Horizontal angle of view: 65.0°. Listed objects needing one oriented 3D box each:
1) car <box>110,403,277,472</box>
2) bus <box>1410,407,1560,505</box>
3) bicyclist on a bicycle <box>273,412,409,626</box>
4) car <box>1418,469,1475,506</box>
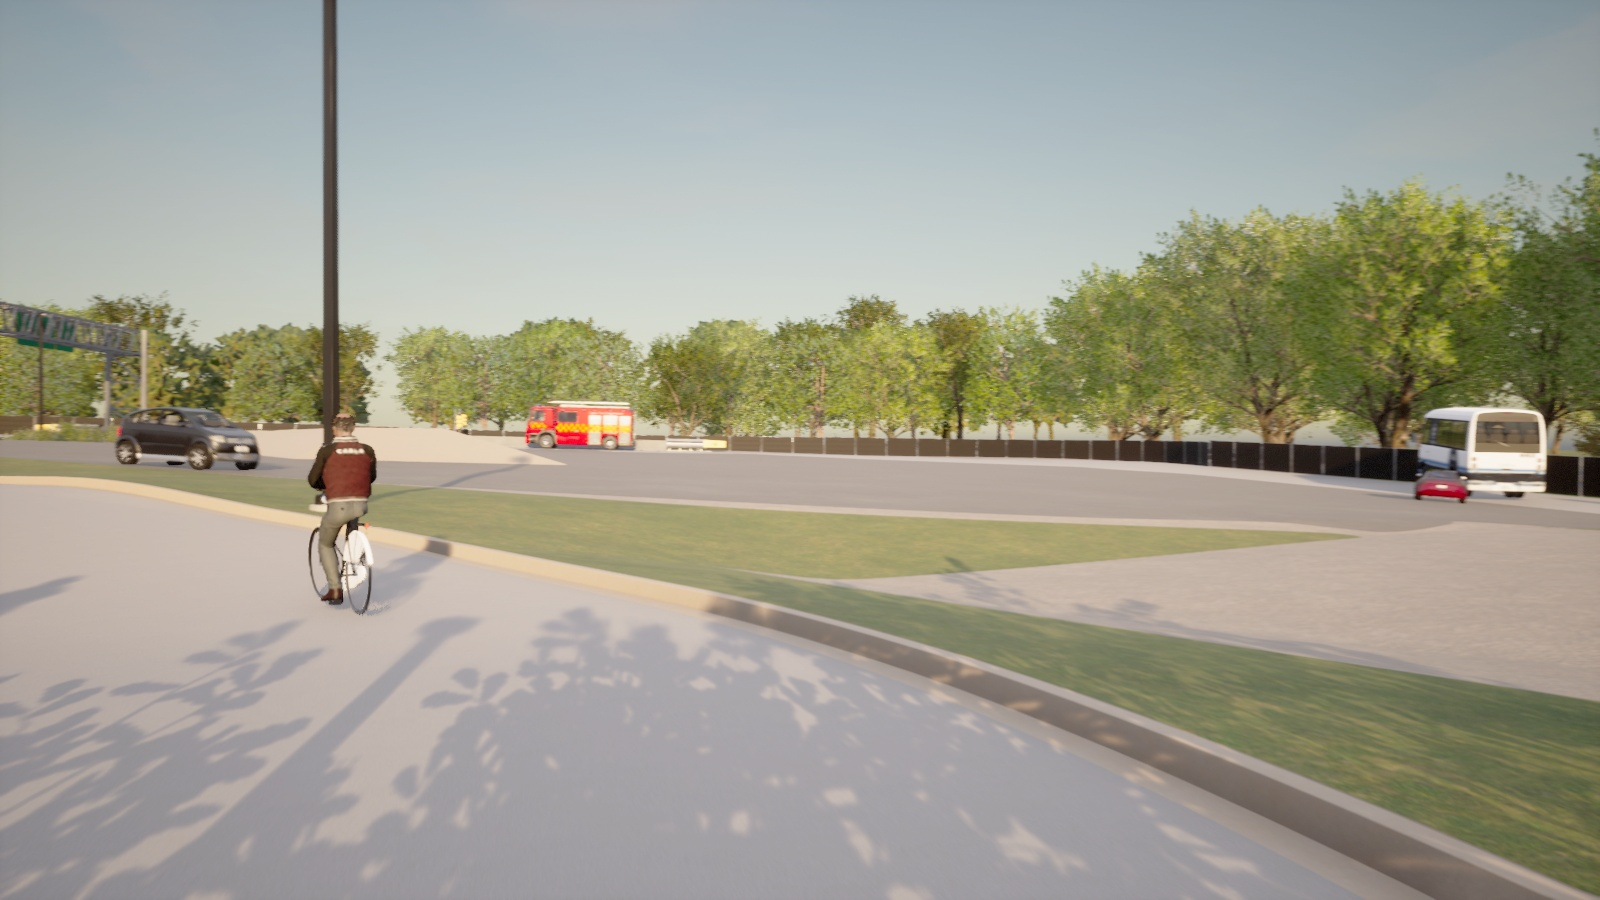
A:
[{"bbox_3d":[-15.594,-0.318,32.286,3.705,1.549,1.789,3,0,22],"label":"car"},{"bbox_3d":[33.456,0.087,61.922,3.944,4.253,10.273,1,3,14],"label":"bus"},{"bbox_3d":[-4.172,0.548,11.336,0.659,1.776,1.843,-1,2,-36],"label":"bicyclist on a bicycle"},{"bbox_3d":[27.636,1.565,53.781,1.994,1.385,4.181,4,1,26],"label":"car"}]
